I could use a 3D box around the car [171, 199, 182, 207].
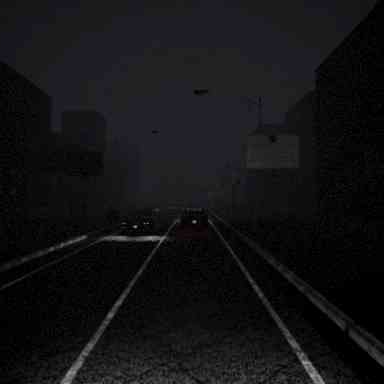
[{"bbox_3d":[-2.858,2.072,62.084,1.895,1.301,4.718,0,1,1],"label":"car"}]

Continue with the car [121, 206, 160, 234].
[{"bbox_3d":[-3.051,1.674,20.358,1.837,1.490,4.892,0,-1,0],"label":"car"}]

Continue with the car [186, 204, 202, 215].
[{"bbox_3d":[0.207,2.152,41.874,1.895,1.301,4.718,0,-1,0],"label":"car"}]

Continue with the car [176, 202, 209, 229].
[{"bbox_3d":[0.158,1.716,23.460,2.128,1.511,4.902,0,-1,0],"label":"car"}]
